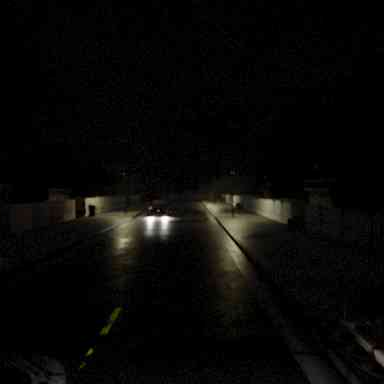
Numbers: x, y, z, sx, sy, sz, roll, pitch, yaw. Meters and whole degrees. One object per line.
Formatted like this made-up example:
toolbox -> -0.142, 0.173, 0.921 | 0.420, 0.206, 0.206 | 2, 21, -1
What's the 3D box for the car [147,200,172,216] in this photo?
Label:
car -> -2.836, 1.386, 29.971 | 1.994, 1.385, 4.181 | 0, 0, 0
